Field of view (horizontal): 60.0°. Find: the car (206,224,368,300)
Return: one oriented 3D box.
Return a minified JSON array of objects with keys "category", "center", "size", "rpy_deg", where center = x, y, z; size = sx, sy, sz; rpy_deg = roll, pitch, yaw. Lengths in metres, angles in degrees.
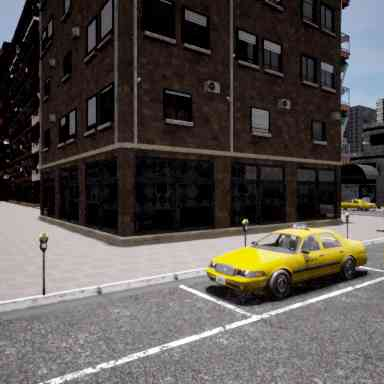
[{"category":"car","center":[2.562,1.525,8.395],"size":[4.829,1.417,1.752],"rpy_deg":[0,0,-36]}]

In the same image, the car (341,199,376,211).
[{"category":"car","center":[19.235,1.469,39.617],"size":[1.752,1.417,4.829],"rpy_deg":[0,0,-35]}]
